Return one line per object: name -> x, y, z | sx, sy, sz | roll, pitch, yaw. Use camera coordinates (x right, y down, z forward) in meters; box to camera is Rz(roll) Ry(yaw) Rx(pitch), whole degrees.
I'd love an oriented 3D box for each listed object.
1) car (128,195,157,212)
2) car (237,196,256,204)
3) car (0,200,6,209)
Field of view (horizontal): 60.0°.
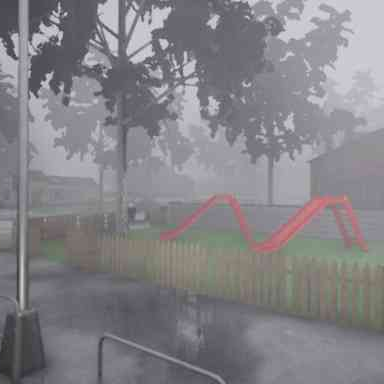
car -> -5.310, 1.216, 33.024 | 2.097, 1.767, 4.553 | 0, 0, 36
car -> 8.277, 1.356, 51.969 | 2.128, 1.511, 4.902 | 0, 0, 36
car -> -20.733, 1.088, 33.763 | 4.181, 1.381, 1.994 | 0, 0, 35
